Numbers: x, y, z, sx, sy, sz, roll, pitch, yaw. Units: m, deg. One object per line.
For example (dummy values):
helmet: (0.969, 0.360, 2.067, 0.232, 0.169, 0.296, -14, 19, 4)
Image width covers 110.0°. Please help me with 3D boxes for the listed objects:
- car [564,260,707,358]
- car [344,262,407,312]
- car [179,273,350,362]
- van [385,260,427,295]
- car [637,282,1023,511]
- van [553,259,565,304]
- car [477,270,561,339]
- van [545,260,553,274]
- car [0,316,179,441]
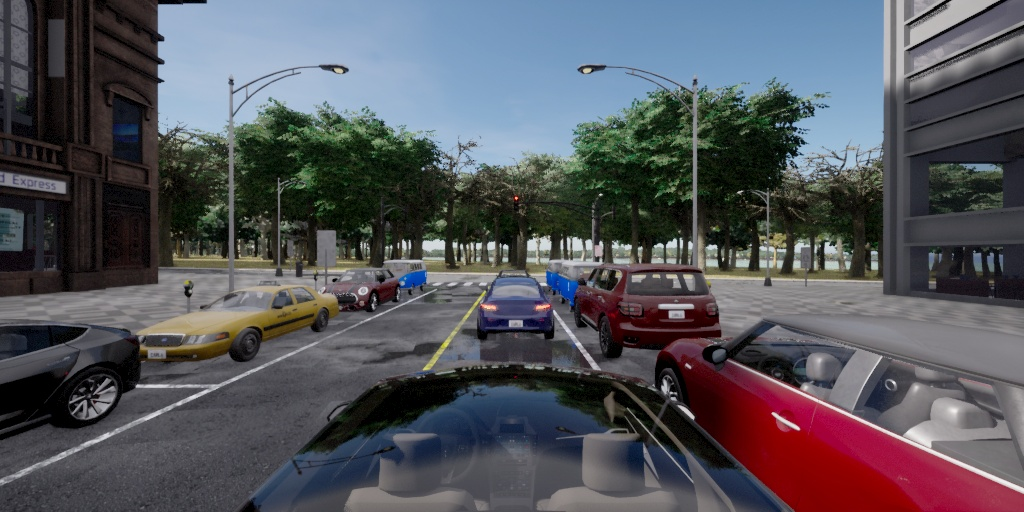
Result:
car: (2.761, 1.065, 8.401, 2.192, 1.841, 5.009, 0, 0, 0)
car: (-5.765, 1.190, 13.836, 1.967, 1.591, 4.097, 0, 0, 0)
car: (-5.764, 1.275, 8.229, 1.751, 1.417, 4.829, 0, 0, 0)
van: (-5.766, 1.092, 19.274, 1.690, 1.789, 3.998, 0, 0, 0)
car: (2.763, 1.190, 2.963, 1.967, 1.591, 4.097, 0, 0, 0)
van: (2.760, 1.091, 13.838, 1.690, 1.789, 3.998, 0, 0, 0)
car: (0.097, 1.276, 9.938, 1.812, 1.442, 4.674, 0, 0, 0)
van: (2.759, 1.092, 19.276, 1.690, 1.789, 3.998, 0, 0, 0)
car: (-5.763, 1.316, 2.961, 1.948, 1.339, 4.313, 0, 0, 0)
